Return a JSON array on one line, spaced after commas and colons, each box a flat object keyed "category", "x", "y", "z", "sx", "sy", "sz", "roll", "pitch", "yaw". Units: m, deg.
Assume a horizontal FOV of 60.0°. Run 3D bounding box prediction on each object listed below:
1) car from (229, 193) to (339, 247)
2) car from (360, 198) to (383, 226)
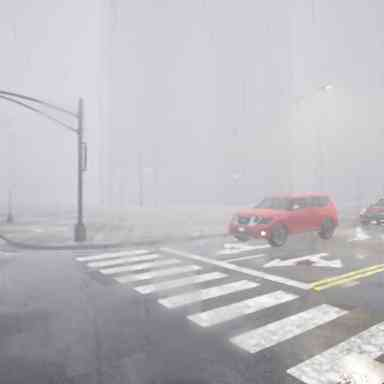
[{"category": "car", "x": 4.188, "y": 1.092, "z": 14.661, "sx": 5.566, "sy": 2.045, "sz": 2.150, "roll": -1, "pitch": 0, "yaw": -35}, {"category": "car", "x": 12.284, "y": 1.146, "z": 20.424, "sx": 4.553, "sy": 1.767, "sz": 2.097, "roll": -1, "pitch": 0, "yaw": -35}]
